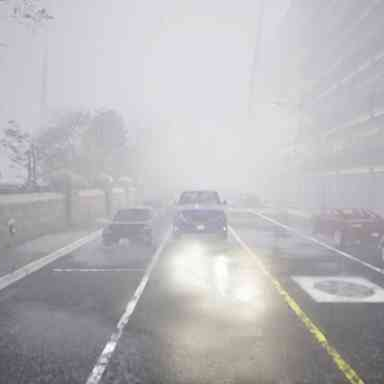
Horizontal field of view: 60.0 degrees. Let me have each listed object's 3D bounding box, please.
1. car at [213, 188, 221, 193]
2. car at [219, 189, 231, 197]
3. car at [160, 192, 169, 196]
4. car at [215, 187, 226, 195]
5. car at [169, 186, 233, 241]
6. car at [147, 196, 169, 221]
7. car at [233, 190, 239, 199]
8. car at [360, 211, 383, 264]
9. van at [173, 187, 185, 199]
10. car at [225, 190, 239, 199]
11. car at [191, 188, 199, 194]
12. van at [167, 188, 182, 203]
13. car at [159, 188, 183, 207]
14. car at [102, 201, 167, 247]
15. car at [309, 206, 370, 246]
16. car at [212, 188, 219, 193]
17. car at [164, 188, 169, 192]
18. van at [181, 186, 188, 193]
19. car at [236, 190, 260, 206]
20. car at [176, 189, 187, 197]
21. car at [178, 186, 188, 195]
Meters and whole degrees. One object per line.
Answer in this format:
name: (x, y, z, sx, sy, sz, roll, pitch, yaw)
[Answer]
car: (6.491, -0.382, 86.655, 1.752, 1.417, 4.829, 0, 1, 0)
car: (6.374, 0.139, 63.971, 1.947, 1.339, 4.313, 0, 1, 0)
car: (-2.208, 0.968, 24.611, 1.887, 1.381, 4.507, 0, 1, 0)
car: (6.432, -0.227, 75.225, 1.967, 1.590, 4.097, 0, 1, 0)
car: (0.334, 0.866, 15.011, 2.150, 2.045, 5.566, 0, 2, 0)
car: (-2.237, 1.134, 18.986, 1.802, 1.307, 4.206, 0, 1, 0)
car: (6.288, 0.381, 47.081, 1.967, 1.590, 4.097, 0, 1, 0)
car: (6.085, 1.375, 7.683, 2.008, 1.369, 4.403, 0, 1, 0)
van: (-2.064, 0.148, 52.751, 1.690, 1.788, 3.998, 0, 1, 0)
car: (6.317, 0.400, 52.713, 1.802, 1.307, 4.206, 0, 1, 0)
car: (0.769, -0.259, 80.430, 1.812, 1.442, 4.674, 0, 1, 0)
van: (-2.121, 0.394, 41.492, 1.690, 1.788, 3.998, 0, 1, 0)
car: (-2.150, 0.491, 35.863, 2.192, 1.841, 5.009, 0, 1, 0)
car: (-2.265, 1.249, 13.356, 1.947, 1.339, 4.313, 0, 1, 0)
car: (6.115, 1.238, 13.312, 1.887, 1.381, 4.507, 0, 1, 0)
car: (6.519, -0.439, 92.116, 1.802, 1.307, 4.206, 0, 1, 0)
car: (-2.178, 0.739, 30.236, 1.967, 1.590, 4.097, 0, 1, 0)
van: (-1.890, -0.574, 86.523, 1.690, 1.788, 3.998, 0, 1, 0)
car: (6.230, 0.768, 35.825, 1.802, 1.307, 4.206, 0, 1, 0)
car: (-2.006, 0.128, 64.014, 1.947, 1.339, 4.313, 0, 1, 0)
car: (-1.947, -0.363, 75.265, 2.192, 1.841, 5.009, 0, 1, 0)
